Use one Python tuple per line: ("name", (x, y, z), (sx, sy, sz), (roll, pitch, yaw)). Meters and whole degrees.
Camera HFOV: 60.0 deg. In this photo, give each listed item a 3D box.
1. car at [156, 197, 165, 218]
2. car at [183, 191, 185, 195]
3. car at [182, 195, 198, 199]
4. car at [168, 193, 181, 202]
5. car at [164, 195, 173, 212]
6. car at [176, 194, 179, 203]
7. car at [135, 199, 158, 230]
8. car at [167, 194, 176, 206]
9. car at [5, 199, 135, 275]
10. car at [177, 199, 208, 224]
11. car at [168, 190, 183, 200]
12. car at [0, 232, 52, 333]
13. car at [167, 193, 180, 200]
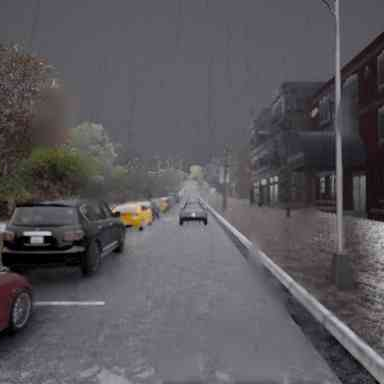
("car", (-3.647, 1.414, 26.019), (2.097, 1.535, 5.008), (0, 0, 2))
("car", (-3.627, 1.168, 87.209), (1.946, 1.575, 5.366), (0, 1, 2))
("car", (0.109, 1.421, 41.220), (2.033, 1.411, 5.357), (0, 0, 0))
("car", (-3.639, 1.135, 70.356), (2.185, 1.767, 4.553), (0, 1, 2))
("car", (-3.637, 1.385, 36.271), (1.946, 1.575, 5.366), (0, 0, 2))
("car", (-3.642, 1.371, 48.209), (2.231, 1.521, 4.892), (0, 0, 2))
("car", (-3.647, 1.417, 20.471), (2.097, 1.535, 5.008), (0, 0, 2))
("car", (-3.643, 1.384, 42.653), (2.097, 1.535, 5.008), (0, 1, 2))
("car", (-3.651, 1.229, 10.586), (2.435, 2.045, 5.566), (0, 0, 1))
("car", (0.105, 1.481, 24.204), (1.994, 1.385, 4.181), (0, 0, 0))
("car", (-3.638, 1.034, 62.702), (2.435, 2.045, 5.566), (0, 0, 2))
("car", (-3.652, 1.531, 3.842), (2.002, 1.452, 4.674), (0, 0, 0))
("car", (-3.640, 1.336, 53.750), (2.097, 1.535, 5.008), (0, 0, 2))
